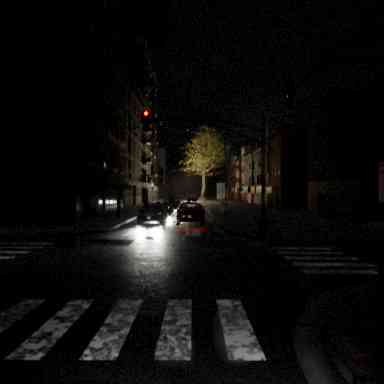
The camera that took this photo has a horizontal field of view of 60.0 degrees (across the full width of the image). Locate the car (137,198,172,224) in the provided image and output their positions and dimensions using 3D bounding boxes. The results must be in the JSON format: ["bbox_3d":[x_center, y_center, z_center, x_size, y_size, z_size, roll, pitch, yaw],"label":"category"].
[{"bbox_3d":[-2.915,1.481,24.863,2.128,1.511,4.902,0,0,0],"label":"car"}]

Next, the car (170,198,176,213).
[{"bbox_3d":[-2.943,1.585,34.074,1.895,1.301,4.718,0,0,0],"label":"car"}]

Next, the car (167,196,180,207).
[{"bbox_3d":[-2.900,1.486,53.583,1.837,1.490,4.892,0,0,0],"label":"car"}]

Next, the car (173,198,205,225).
[{"bbox_3d":[-0.077,1.467,24.266,1.882,1.535,5.008,0,0,2],"label":"car"}]

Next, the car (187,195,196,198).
[{"bbox_3d":[-0.088,1.336,69.470,2.097,1.767,4.553,0,0,0],"label":"car"}]

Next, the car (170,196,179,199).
[{"bbox_3d":[-2.937,1.546,43.260,1.994,1.385,4.181,0,0,0],"label":"car"}]
